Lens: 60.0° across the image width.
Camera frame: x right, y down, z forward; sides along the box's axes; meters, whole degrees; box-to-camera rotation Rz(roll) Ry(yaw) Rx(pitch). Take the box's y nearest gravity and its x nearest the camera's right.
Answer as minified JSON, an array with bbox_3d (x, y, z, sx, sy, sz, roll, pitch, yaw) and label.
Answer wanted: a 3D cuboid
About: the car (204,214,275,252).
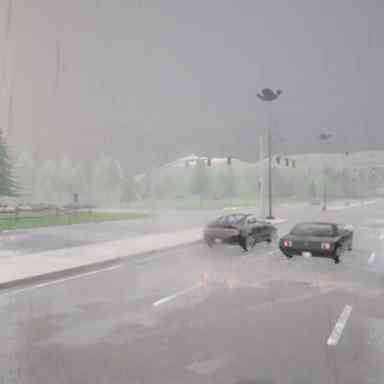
[{"bbox_3d":[2.350,1.736,15.191,2.128,1.511,4.902,-1,-1,33],"label":"car"}]

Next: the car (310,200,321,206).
[{"bbox_3d":[29.795,2.643,80.285,1.837,1.490,4.892,-1,-1,32],"label":"car"}]

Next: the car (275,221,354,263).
[{"bbox_3d":[4.981,1.786,12.809,1.895,1.301,4.718,-1,-1,33],"label":"car"}]

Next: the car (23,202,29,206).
[{"bbox_3d":[-37.036,2.801,76.471,4.674,1.442,1.812,-1,-1,33],"label":"car"}]

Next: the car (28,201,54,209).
[{"bbox_3d":[-27.934,2.846,62.219,4.718,1.301,1.895,-1,-1,33],"label":"car"}]

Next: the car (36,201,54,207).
[{"bbox_3d":[-35.132,2.837,79.407,4.674,1.442,1.812,-1,-1,33],"label":"car"}]

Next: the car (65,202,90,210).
[{"bbox_3d":[-23.929,2.841,67.970,4.902,1.511,2.128,-1,-1,33],"label":"car"}]

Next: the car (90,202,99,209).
[{"bbox_3d":[-22.010,2.851,70.897,4.892,1.490,1.837,-1,-1,33],"label":"car"}]
